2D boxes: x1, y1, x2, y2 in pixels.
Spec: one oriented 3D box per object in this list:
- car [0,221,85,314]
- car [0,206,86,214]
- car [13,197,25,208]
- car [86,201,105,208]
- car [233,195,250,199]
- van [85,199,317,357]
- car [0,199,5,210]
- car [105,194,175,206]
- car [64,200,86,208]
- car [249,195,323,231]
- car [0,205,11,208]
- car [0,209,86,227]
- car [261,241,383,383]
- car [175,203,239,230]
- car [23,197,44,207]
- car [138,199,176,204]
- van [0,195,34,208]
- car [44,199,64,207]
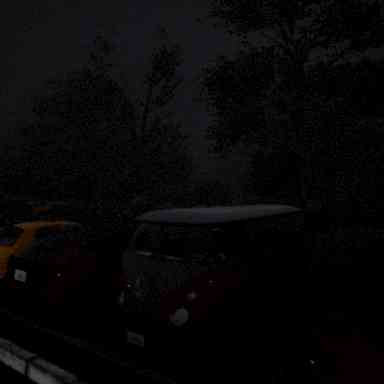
[{"bbox_3d":[-1.611,1.495,7.676,2.163,1.488,4.792,0,0,35],"label":"car"},{"bbox_3d":[-6.196,1.461,10.897,2.097,1.535,5.008,0,0,35],"label":"car"},{"bbox_3d":[-14.660,1.531,32.982,2.002,1.452,4.674,0,0,35],"label":"car"},{"bbox_3d":[-5.566,1.497,26.546,2.163,1.488,4.792,0,0,35],"label":"car"},{"bbox_3d":[3.474,1.211,20.039,2.435,2.045,5.566,0,0,35],"label":"car"},{"bbox_3d":[0.589,1.243,5.931,1.878,1.987,4.442,0,0,35],"label":"van"},{"bbox_3d":[-25.990,1.576,41.071,2.002,1.452,4.674,0,0,36],"label":"car"},{"bbox_3d":[-3.332,1.212,24.886,2.435,2.045,5.566,0,0,35],"label":"car"},{"bbox_3d":[-7.869,1.503,28.113,2.163,1.488,4.792,0,0,35],"label":"car"},{"bbox_3d":[5.643,1.214,18.496,2.435,2.045,5.566,0,0,35],"label":"car"},{"bbox_3d":[-10.778,1.493,14.130,2.163,1.488,4.792,0,0,35],"label":"car"},{"bbox_3d":[-3.804,1.460,9.429,1.946,1.575,5.366,0,0,35],"label":"car"},{"bbox_3d":[2.923,1.502,4.377,2.163,1.488,4.792,0,0,35],"label":"car"},{"bbox_3d":[1.121,1.501,21.747,2.002,1.452,4.674,0,0,35],"label":"car"},{"bbox_3d":[-12.498,1.482,31.217,1.946,1.575,5.366,0,0,35],"label":"car"},{"bbox_3d":[-1.048,1.462,23.288,2.097,1.535,5.008,0,0,35],"label":"car"},{"bbox_3d":[-19.129,1.276,36.313,1.878,1.987,4.442,0,0,36],"label":"van"},{"bbox_3d":[-10.124,1.479,29.748,2.097,1.535,5.008,0,0,35],"label":"car"}]
